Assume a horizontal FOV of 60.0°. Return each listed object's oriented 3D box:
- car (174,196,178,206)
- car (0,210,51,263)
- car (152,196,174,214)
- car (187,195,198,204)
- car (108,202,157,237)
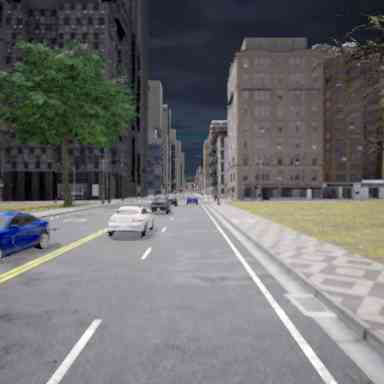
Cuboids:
[{"bbox_3d":[-3.170,1.307,50.402,1.882,1.535,5.008,0,0,-1],"label":"car"},{"bbox_3d":[-6.574,1.430,11.230,1.882,1.535,5.008,0,0,0],"label":"car"},{"bbox_3d":[-3.146,1.377,33.774,1.837,1.490,4.892,0,0,0],"label":"car"},{"bbox_3d":[0.096,1.278,57.671,1.882,1.535,5.008,0,1,0],"label":"car"},{"bbox_3d":[-3.148,1.453,17.576,1.812,1.442,4.674,0,0,0],"label":"car"}]
